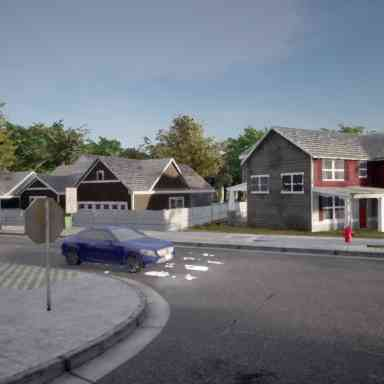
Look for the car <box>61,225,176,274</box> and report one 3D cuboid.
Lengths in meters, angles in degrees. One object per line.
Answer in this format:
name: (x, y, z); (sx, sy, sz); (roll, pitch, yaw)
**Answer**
car: (-2.824, 1.969, 12.290); (4.674, 1.442, 1.812); (-2, 0, 30)
